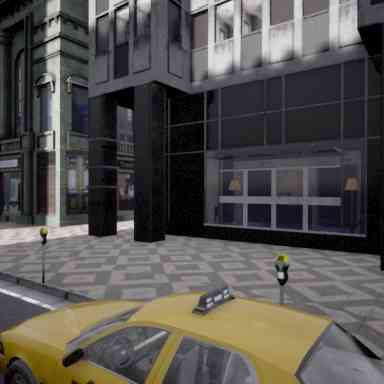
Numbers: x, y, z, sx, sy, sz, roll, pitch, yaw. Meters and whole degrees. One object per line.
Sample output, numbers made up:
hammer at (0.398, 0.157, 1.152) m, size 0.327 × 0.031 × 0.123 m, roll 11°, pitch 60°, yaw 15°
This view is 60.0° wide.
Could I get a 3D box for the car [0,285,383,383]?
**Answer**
car at (-0.021, 1.525, 2.979) m, size 4.829 × 1.417 × 1.752 m, roll 0°, pitch 0°, yaw 36°
